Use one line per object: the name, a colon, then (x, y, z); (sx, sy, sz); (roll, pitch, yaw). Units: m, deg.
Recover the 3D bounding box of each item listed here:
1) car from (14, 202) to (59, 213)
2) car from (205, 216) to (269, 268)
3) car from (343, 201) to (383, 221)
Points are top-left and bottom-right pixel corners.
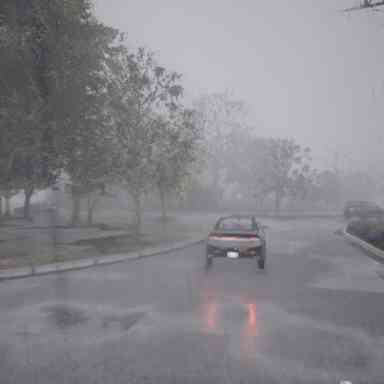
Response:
car: (-20.782, 2.111, 44.646); (5.357, 1.411, 2.033); (0, -1, -11)
car: (1.667, 1.608, 11.838); (2.128, 1.511, 4.902); (0, -1, 12)
car: (18.143, 1.979, 35.091); (5.566, 2.045, 2.150); (2, -2, -39)
